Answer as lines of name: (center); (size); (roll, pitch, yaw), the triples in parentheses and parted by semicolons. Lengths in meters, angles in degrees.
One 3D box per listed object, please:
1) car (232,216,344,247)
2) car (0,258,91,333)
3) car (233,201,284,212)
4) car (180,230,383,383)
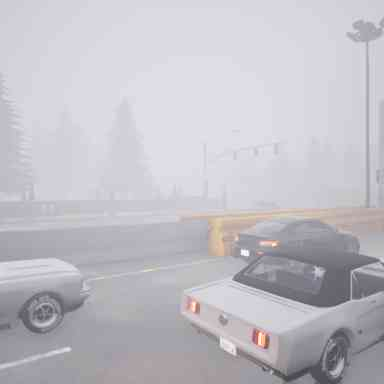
car: (3.321, 1.473, 10.375); (4.674, 1.442, 1.812); (-1, 0, -35)
car: (-4.100, 1.601, 5.121); (4.718, 1.301, 1.895); (0, 0, -35)
car: (5.910, 1.463, 29.445); (4.718, 1.301, 1.895); (-1, 0, -35)
car: (2.253, 1.576, 5.335); (4.718, 1.301, 1.895); (-1, 0, -35)
